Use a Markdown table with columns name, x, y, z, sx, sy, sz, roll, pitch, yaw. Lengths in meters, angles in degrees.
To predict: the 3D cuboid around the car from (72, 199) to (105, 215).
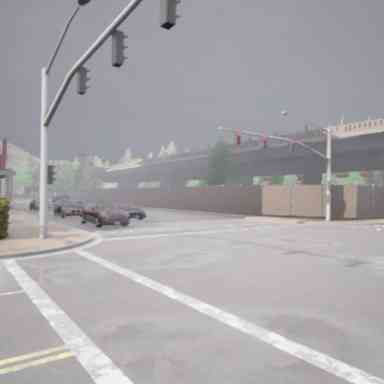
| name | x | y | z | sx | sy | sz | roll | pitch | yaw |
| --- | --- | --- | --- | --- | --- | --- | --- | --- | --- |
| car | -11.494 | 1.592 | 36.691 | 2.128 | 1.511 | 4.902 | 1 | -1 | -35 |

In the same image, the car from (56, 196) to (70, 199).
| name | x | y | z | sx | sy | sz | roll | pitch | yaw |
| --- | --- | --- | --- | --- | --- | --- | --- | --- | --- |
| car | -17.213 | 1.665 | 44.769 | 1.994 | 1.385 | 4.181 | 1 | -1 | -36 |

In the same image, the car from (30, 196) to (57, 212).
| name | x | y | z | sx | sy | sz | roll | pitch | yaw |
| --- | --- | --- | --- | --- | --- | --- | --- | --- | --- |
| car | -18.315 | 1.546 | 40.270 | 2.128 | 1.511 | 4.902 | 1 | -1 | -35 |

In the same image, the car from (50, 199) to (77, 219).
| name | x | y | z | sx | sy | sz | roll | pitch | yaw |
| --- | --- | --- | --- | --- | --- | --- | --- | --- | --- |
| car | -11.009 | 1.618 | 29.957 | 1.994 | 1.385 | 4.181 | 1 | -1 | -35 |

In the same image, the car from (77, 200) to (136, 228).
| name | x | y | z | sx | sy | sz | roll | pitch | yaw |
| --- | --- | --- | --- | --- | --- | --- | --- | --- | --- |
| car | -6.009 | 1.406 | 22.911 | 2.097 | 1.767 | 4.553 | 1 | -1 | -35 |

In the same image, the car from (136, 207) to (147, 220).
| name | x | y | z | sx | sy | sz | roll | pitch | yaw |
| --- | --- | --- | --- | --- | --- | --- | --- | --- | --- |
| car | -5.868 | 1.648 | 28.758 | 2.033 | 1.411 | 5.357 | 1 | -1 | -35 |

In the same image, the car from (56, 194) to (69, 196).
| name | x | y | z | sx | sy | sz | roll | pitch | yaw |
| --- | --- | --- | --- | --- | --- | --- | --- | --- | --- |
| car | -23.706 | 1.371 | 60.303 | 2.150 | 2.045 | 5.566 | 1 | -1 | -35 |
